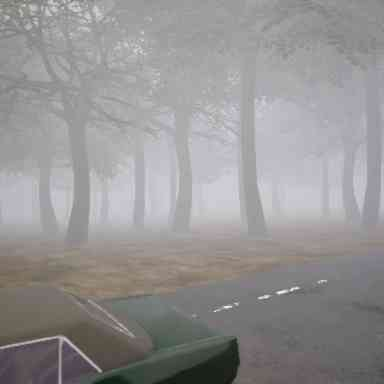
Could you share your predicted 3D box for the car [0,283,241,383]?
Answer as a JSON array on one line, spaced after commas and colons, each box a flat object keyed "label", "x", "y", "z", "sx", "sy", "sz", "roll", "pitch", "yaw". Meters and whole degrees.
[{"label": "car", "x": -1.939, "y": 1.601, "z": 2.605, "sx": 4.718, "sy": 1.301, "sz": 1.895, "roll": 0, "pitch": 0, "yaw": -35}]
